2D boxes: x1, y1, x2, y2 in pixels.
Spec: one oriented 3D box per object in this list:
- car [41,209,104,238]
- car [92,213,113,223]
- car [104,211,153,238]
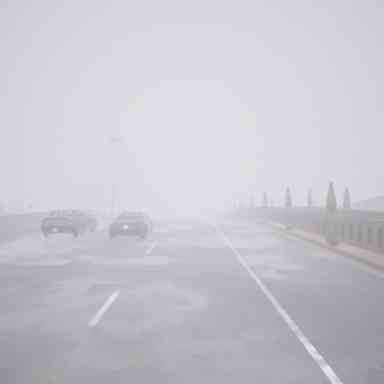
[{"bbox_3d":[-6.906,1.725,19.166,2.128,1.511,4.902,0,-1,0],"label":"car"},{"bbox_3d":[-14.076,4.116,52.570,1.895,1.301,4.718,0,-8,0],"label":"car"},{"bbox_3d":[-3.406,1.797,19.147,1.994,1.385,4.181,0,-1,0],"label":"car"}]
